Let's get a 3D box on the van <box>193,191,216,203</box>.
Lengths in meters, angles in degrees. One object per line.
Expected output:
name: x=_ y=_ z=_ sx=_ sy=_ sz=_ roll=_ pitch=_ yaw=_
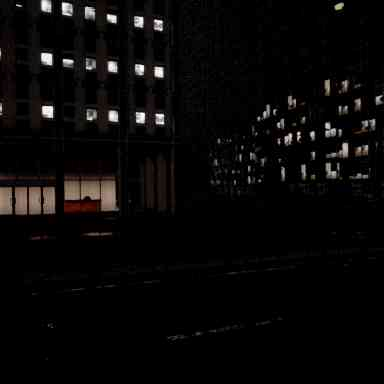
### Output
van: x=1.996 y=0.952 z=56.017 sx=1.690 sy=1.788 sz=3.998 roll=0 pitch=1 yaw=-21

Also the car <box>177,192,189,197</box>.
car: x=-2.436 y=0.710 z=90.852 sx=2.008 sy=1.369 sz=4.403 roll=0 pitch=1 yaw=-21

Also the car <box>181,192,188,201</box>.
car: x=-2.088 y=1.056 z=66.627 sx=2.008 sy=1.369 sz=4.403 roll=0 pitch=1 yaw=-21

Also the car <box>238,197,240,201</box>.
car: x=9.817 y=1.060 z=59.029 sx=1.802 sy=1.307 sz=4.206 roll=0 pitch=1 yaw=-21

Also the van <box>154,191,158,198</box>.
van: x=-8.215 y=0.687 z=82.537 sx=1.690 sy=1.788 sz=3.998 roll=0 pitch=1 yaw=-21

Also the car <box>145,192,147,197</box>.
car: x=-10.257 y=0.733 z=87.841 sx=1.967 sy=1.590 sz=4.097 roll=0 pitch=1 yaw=-21

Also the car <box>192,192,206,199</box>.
car: x=1.647 y=0.706 z=80.243 sx=1.967 sy=1.590 sz=4.097 roll=0 pitch=1 yaw=-21

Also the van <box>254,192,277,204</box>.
van: x=11.858 y=0.871 z=53.722 sx=1.690 sy=1.788 sz=3.998 roll=0 pitch=1 yaw=-21

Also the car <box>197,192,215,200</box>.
car: x=2.864 y=0.879 z=69.858 sx=1.882 sy=1.535 sz=5.008 roll=-1 pitch=1 yaw=-21

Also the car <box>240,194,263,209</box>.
car: x=8.072 y=1.332 z=40.090 sx=1.947 sy=1.339 sz=4.313 roll=0 pitch=1 yaw=-21

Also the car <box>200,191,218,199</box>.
car: x=3.689 y=0.634 z=74.938 sx=2.192 sy=1.841 sz=5.009 roll=0 pitch=1 yaw=-21

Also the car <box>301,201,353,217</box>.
car: x=12.086 y=1.434 z=29.453 sx=1.947 sy=1.339 sz=4.313 roll=0 pitch=1 yaw=-21

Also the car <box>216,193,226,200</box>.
car: x=5.733 y=0.954 z=69.637 sx=1.802 sy=1.307 sz=4.206 roll=0 pitch=1 yaw=-21

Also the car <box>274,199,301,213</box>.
car: x=10.060 y=1.399 z=34.765 sx=1.802 sy=1.307 sz=4.206 roll=0 pitch=1 yaw=-21
